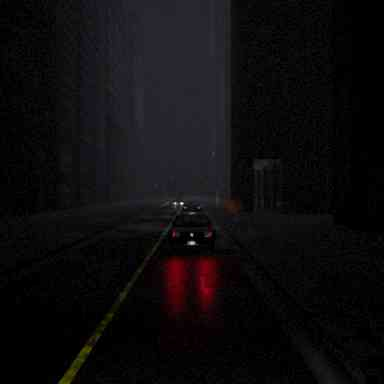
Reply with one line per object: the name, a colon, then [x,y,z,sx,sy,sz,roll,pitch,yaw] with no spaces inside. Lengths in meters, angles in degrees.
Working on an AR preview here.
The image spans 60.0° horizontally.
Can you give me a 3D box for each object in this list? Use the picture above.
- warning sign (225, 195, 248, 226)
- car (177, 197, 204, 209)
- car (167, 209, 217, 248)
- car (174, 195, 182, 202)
warning sign: [2.711,1.131,20.487,1.300,1.860,1.060,0,0,0]
car: [0.000,1.524,29.651,2.128,1.511,4.902,0,0,0]
car: [0.000,1.626,14.680,1.895,1.301,4.718,0,0,0]
car: [-3.001,1.553,75.917,1.837,1.490,4.892,0,0,0]
